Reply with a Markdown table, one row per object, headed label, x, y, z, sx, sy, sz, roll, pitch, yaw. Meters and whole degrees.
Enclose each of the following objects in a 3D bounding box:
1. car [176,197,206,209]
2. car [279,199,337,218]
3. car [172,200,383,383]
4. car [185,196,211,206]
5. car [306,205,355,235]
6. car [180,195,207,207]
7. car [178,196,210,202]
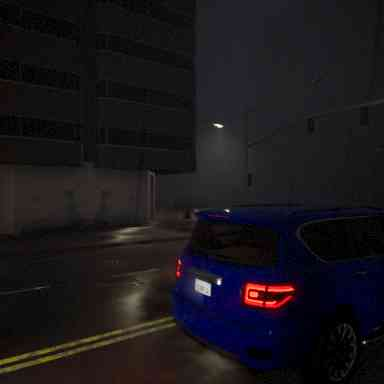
| label | x | y | z | sx | sy | sz | roll | pitch | yaw |
| --- | --- | --- | --- | --- | --- | --- | --- | --- | --- |
| car | -0.220 | 1.503 | 47.336 | 1.837 | 1.490 | 4.892 | 0 | 0 | -36 |
| car | 11.051 | 1.490 | 31.888 | 2.128 | 1.511 | 4.902 | 0 | 0 | -36 |
| car | 2.328 | 1.221 | 5.469 | 5.566 | 2.045 | 2.150 | 0 | 0 | -35 |
| car | 1.007 | 1.476 | 57.819 | 1.882 | 1.535 | 5.008 | 0 | 0 | -36 |
| car | 8.256 | 1.563 | 19.615 | 1.994 | 1.385 | 4.181 | 0 | 0 | 32 |
| car | 0.165 | 1.351 | 53.030 | 2.097 | 1.767 | 4.553 | 0 | 0 | -36 |
| car | -0.216 | 1.546 | 41.378 | 2.033 | 1.411 | 5.357 | 0 | 0 | -36 |
